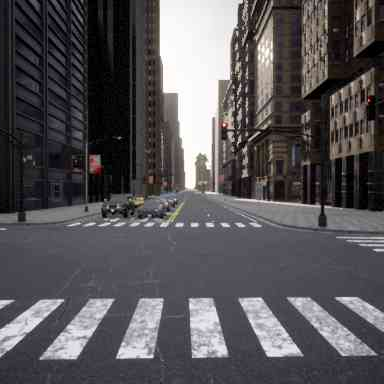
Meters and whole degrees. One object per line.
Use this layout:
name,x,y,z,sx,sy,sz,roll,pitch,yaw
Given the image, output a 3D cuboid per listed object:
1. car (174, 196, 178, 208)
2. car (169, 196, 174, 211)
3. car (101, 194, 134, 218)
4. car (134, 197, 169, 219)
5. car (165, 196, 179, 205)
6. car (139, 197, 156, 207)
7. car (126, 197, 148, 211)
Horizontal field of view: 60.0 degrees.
car,-3.450,1.501,48.014,1.994,1.385,4.181,0,0,-1
car,-3.423,1.481,37.989,1.812,1.442,4.674,0,0,0
car,-6.658,1.190,30.610,2.150,2.045,5.566,0,0,0
car,-3.403,1.323,29.007,2.097,1.767,4.553,0,0,0
car,-3.431,1.465,58.431,2.033,1.411,5.357,0,0,0
car,-6.695,1.496,50.506,1.994,1.385,4.181,0,0,0
car,-6.669,1.428,40.615,1.882,1.535,5.008,0,0,0
